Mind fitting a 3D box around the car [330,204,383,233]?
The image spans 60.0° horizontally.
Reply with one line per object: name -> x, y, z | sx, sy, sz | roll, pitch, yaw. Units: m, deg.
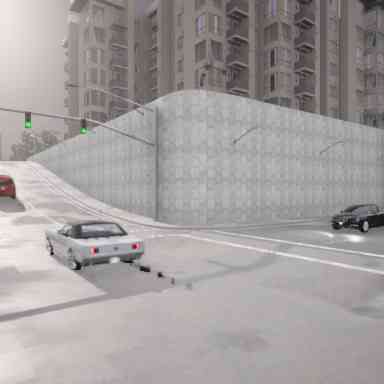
car -> 10.267, 1.505, 19.936 | 4.892, 1.490, 1.837 | 0, 0, -36

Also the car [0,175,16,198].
car -> -18.116, -0.645, 31.424 | 2.150, 2.045, 5.566 | 0, 10, -36

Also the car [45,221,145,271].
car -> -3.441, 1.601, 11.031 | 1.895, 1.301, 4.718 | 0, 0, -36
